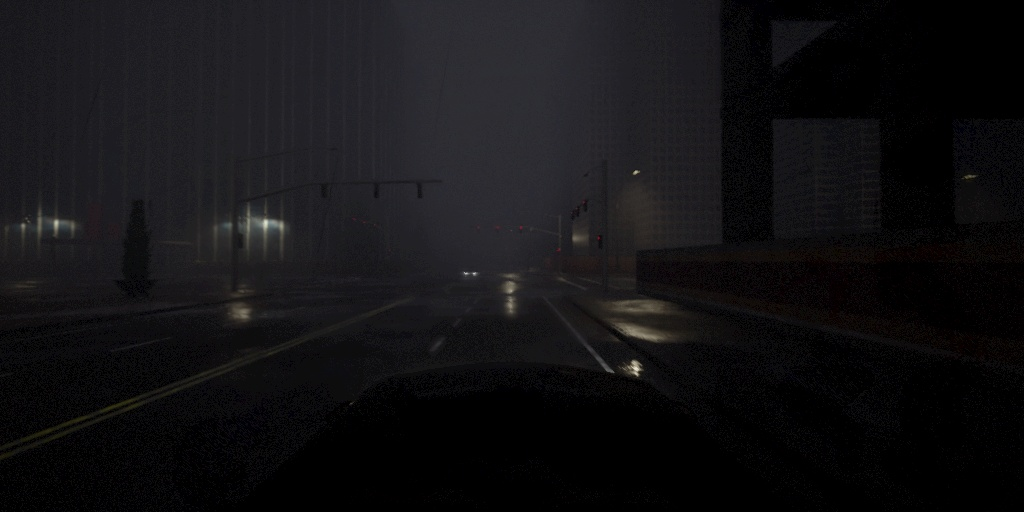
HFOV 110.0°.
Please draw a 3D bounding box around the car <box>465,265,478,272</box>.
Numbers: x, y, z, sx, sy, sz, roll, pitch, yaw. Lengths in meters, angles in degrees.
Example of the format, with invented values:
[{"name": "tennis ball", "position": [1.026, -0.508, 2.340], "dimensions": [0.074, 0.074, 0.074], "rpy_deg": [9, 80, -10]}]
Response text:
[{"name": "car", "position": [-7.016, 2.128, 61.775], "dimensions": [1.895, 1.301, 4.718], "rpy_deg": [0, -1, 0]}]
